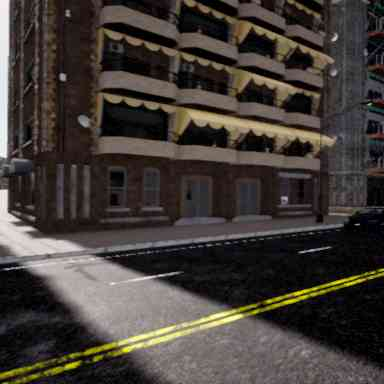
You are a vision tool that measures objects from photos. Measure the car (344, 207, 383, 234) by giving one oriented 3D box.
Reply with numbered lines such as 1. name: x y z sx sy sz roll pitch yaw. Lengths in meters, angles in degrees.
1. car: 10.632 1.585 19.236 4.181 1.385 1.994 0 0 -35
